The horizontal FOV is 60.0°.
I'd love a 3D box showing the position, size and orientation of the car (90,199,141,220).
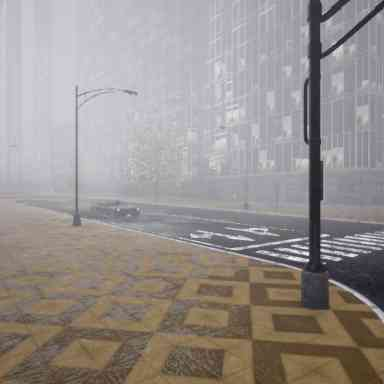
[{"bbox_3d":[-5.536,1.207,23.761,1.895,1.301,4.718,0,1,-38],"label":"car"}]
